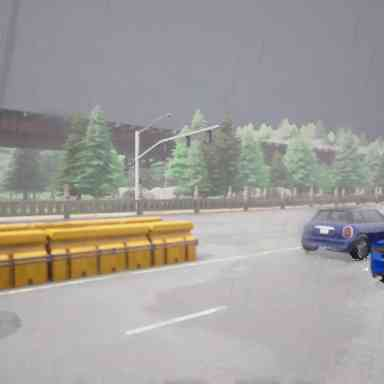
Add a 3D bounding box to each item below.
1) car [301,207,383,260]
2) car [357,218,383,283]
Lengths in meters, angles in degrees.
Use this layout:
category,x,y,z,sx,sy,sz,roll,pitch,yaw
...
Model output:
category,x,y,z,sx,sy,sz,roll,pitch,yaw
car,6.202,1.343,12.470,4.553,1.767,2.097,0,0,-35
car,6.439,1.471,8.340,5.008,1.535,1.882,0,0,-35
